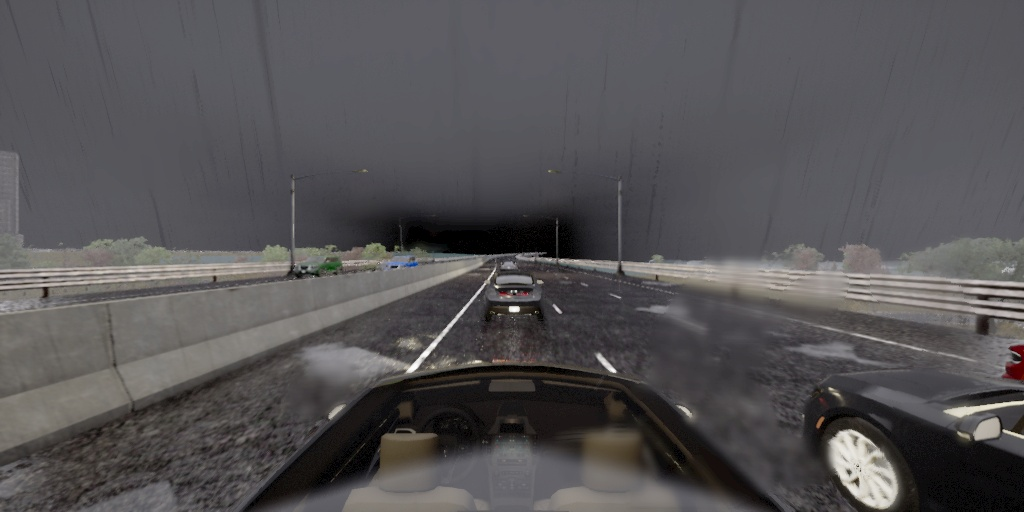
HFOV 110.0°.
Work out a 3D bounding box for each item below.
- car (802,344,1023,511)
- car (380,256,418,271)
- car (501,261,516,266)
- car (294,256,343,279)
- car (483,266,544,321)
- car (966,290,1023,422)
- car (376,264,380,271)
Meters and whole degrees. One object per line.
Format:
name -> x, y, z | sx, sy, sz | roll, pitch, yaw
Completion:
car -> 3.594, 1.254, 1.297 | 1.837, 1.490, 4.892 | 0, 0, 0
car -> -10.947, 0.977, 35.834 | 2.150, 2.045, 5.566 | 0, 0, -1
car -> -0.415, 1.318, 43.364 | 1.994, 1.385, 4.181 | 0, 0, -1
car -> -17.902, 0.979, 33.486 | 2.150, 2.045, 5.566 | 0, 0, -1
car -> 0.054, 1.259, 12.555 | 1.837, 1.490, 4.892 | 0, 0, 0
car -> 7.093, 1.227, 2.356 | 1.882, 1.535, 5.008 | 0, 0, 0
car -> -14.589, 1.261, 42.682 | 1.837, 1.490, 4.892 | 0, 0, -1
